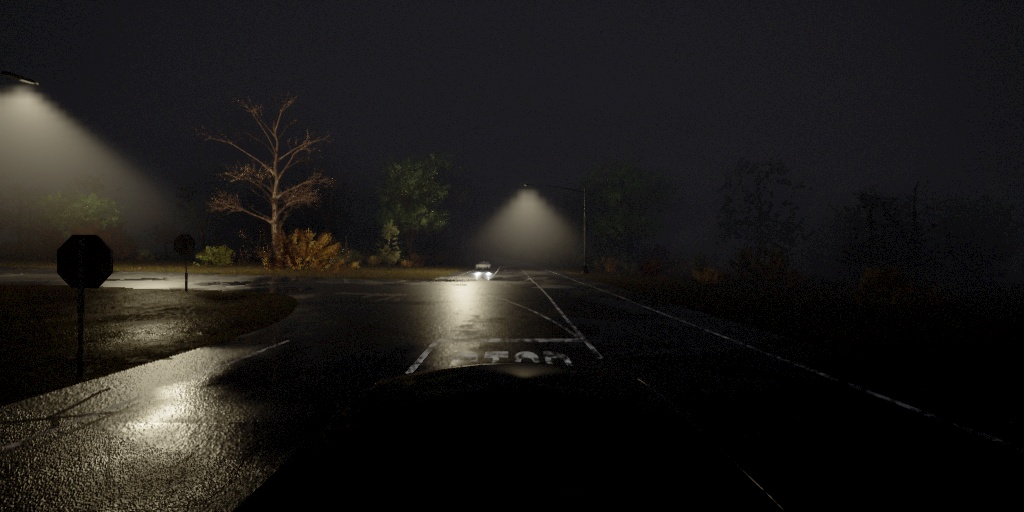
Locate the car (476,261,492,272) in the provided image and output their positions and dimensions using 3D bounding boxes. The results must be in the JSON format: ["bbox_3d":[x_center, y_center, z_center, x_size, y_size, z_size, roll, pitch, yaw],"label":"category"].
[{"bbox_3d":[-3.721,1.376,47.360,1.895,1.301,4.718,0,0,-1],"label":"car"}]
